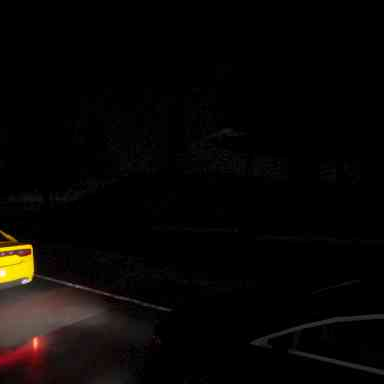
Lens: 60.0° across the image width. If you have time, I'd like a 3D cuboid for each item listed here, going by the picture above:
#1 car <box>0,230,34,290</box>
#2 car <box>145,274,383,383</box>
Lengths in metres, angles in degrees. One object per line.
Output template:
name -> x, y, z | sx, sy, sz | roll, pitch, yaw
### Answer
car -> -5.831, 1.469, 8.000 | 5.008, 1.535, 1.882 | 0, 0, 35
car -> 1.767, 1.492, 2.747 | 4.902, 1.511, 2.128 | 0, 0, 35
